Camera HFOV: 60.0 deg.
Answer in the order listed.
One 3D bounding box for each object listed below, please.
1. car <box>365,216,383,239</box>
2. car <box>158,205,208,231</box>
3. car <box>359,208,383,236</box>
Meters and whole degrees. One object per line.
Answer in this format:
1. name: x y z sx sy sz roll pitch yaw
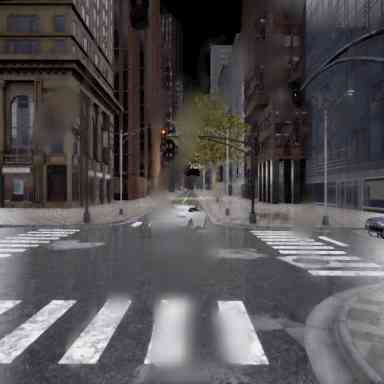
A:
1. car: 10.876 1.426 15.705 4.553 1.767 2.097 0 0 0
2. car: -0.475 1.503 20.412 1.812 1.442 4.674 1 1 21
3. car: 11.909 1.631 18.368 4.403 1.369 2.008 0 0 0
